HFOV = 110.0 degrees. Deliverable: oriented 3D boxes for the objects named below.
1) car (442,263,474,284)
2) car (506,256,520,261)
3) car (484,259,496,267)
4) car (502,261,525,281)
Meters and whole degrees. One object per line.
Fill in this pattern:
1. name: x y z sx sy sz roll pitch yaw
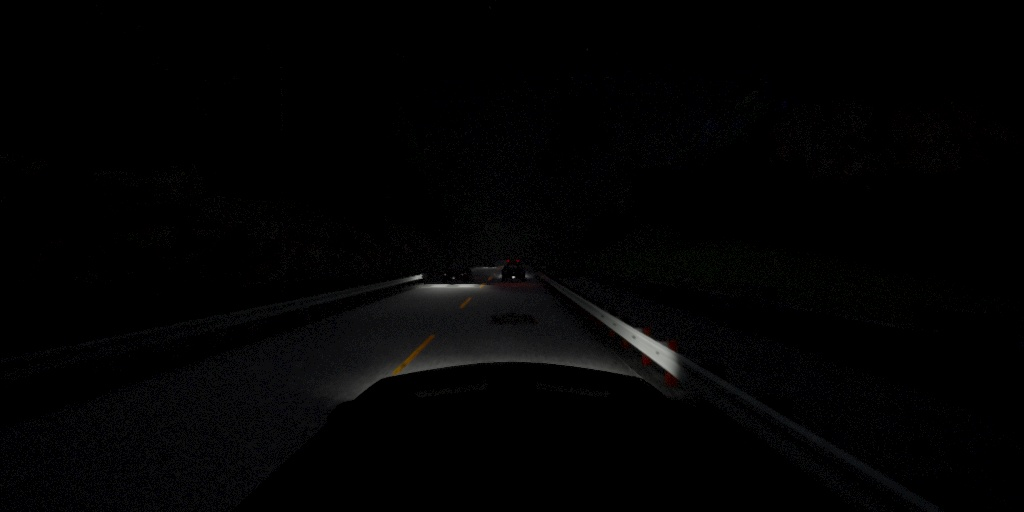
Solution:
1. car: -4.069 1.273 27.364 1.812 1.442 4.674 0 0 0
2. car: 0.147 0.965 62.048 2.150 2.045 5.566 0 0 0
3. car: -3.955 1.243 64.498 1.837 1.490 4.892 0 2 0
4. car: 0.122 1.347 29.996 1.895 1.301 4.718 0 0 0
